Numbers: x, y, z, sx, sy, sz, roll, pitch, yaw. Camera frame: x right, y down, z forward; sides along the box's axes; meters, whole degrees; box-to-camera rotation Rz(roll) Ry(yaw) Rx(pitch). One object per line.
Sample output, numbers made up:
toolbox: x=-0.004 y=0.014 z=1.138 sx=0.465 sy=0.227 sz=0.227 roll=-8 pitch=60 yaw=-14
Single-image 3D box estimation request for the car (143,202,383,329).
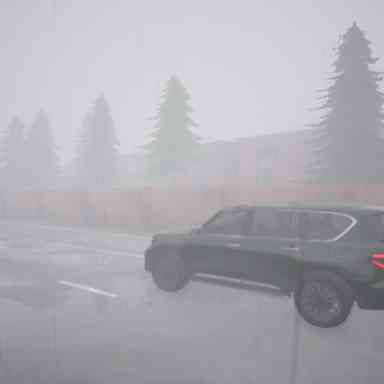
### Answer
car: x=1.483 y=1.227 z=7.208 sx=5.566 sy=2.045 sz=2.150 roll=0 pitch=0 yaw=36
